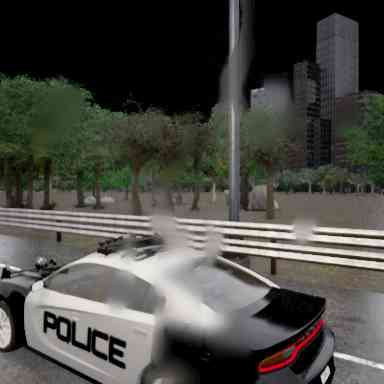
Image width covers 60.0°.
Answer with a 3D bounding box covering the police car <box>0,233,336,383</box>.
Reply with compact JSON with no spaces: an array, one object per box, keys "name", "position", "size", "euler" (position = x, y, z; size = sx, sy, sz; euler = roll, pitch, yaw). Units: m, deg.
[{"name":"police car","position":[-0.901,1.422,4.512],"size":[5.238,1.638,1.930],"euler":[0,0,36]}]
